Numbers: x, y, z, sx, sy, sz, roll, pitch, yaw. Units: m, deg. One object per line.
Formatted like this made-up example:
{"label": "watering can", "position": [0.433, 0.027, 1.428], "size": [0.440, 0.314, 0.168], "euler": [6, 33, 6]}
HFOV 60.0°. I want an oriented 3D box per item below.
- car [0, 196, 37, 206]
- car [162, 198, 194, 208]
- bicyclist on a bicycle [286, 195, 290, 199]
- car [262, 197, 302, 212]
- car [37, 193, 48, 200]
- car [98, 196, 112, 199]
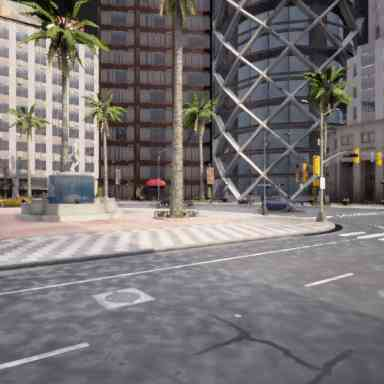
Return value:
{"label": "car", "position": [-28.771, 1.478, 54.451], "size": [5.008, 1.535, 1.882], "euler": [0, 0, -14]}
{"label": "car", "position": [-2.063, 1.477, 48.956], "size": [5.008, 1.535, 1.882], "euler": [0, 0, 24]}
{"label": "bicyclist on a bicycle", "position": [15.713, 1.300, 54.572], "size": [0.582, 1.620, 1.656], "euler": [0, 0, 42]}
{"label": "car", "position": [10.334, 1.354, 38.442], "size": [2.097, 1.767, 4.553], "euler": [0, 0, -39]}
{"label": "car", "position": [-25.907, 1.221, 58.669], "size": [5.566, 2.045, 2.150], "euler": [0, 0, -10]}
{"label": "car", "position": [-16.111, 1.526, 59.274], "size": [4.674, 1.442, 1.812], "euler": [0, 0, 2]}
